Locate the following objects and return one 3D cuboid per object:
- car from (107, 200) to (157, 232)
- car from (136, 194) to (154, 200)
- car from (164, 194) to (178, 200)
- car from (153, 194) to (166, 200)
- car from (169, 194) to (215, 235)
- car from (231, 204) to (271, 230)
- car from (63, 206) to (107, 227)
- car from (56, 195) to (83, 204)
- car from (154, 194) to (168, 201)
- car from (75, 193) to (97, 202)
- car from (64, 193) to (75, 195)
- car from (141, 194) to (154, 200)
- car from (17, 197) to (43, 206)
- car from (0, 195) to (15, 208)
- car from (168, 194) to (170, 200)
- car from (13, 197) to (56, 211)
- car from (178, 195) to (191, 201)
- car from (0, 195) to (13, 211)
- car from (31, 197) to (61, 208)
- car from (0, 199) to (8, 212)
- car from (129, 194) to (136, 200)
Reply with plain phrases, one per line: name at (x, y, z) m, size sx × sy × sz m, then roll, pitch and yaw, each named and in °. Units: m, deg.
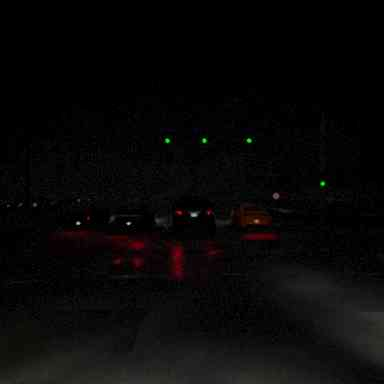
car at (-3.398, 1.494, 20.352) m, size 2.128 × 1.511 × 4.902 m, roll 0°, pitch 0°, yaw 0°
car at (-11.403, 1.491, 79.879) m, size 1.882 × 1.535 × 5.008 m, roll 0°, pitch 0°, yaw -22°
car at (-5.915, 1.376, 93.947) m, size 2.128 × 1.511 × 4.902 m, roll 0°, pitch 0°, yaw -30°
car at (-9.063, 1.352, 92.418) m, size 1.837 × 1.490 × 4.892 m, roll 0°, pitch 0°, yaw -30°
car at (0.102, 1.224, 18.848) m, size 2.150 × 2.045 × 5.566 m, roll 0°, pitch 0°, yaw 0°
car at (3.602, 1.479, 20.992) m, size 1.882 × 1.535 × 5.008 m, roll 0°, pitch 0°, yaw 0°
car at (-6.898, 1.604, 22.384) m, size 1.895 × 1.301 × 4.718 m, roll 0°, pitch 0°, yaw 0°
car at (-17.496, 1.560, 46.608) m, size 2.033 × 1.411 × 5.357 m, roll 0°, pitch 0°, yaw 0°
car at (-8.224, 1.492, 81.377) m, size 1.882 × 1.535 × 5.008 m, roll 0°, pitch 0°, yaw -22°
car at (-17.542, 1.367, 56.006) m, size 2.097 × 1.767 × 4.553 m, roll 0°, pitch 0°, yaw 0°
car at (-21.137, 1.238, 57.774) m, size 2.150 × 2.045 × 5.566 m, roll 0°, pitch 0°, yaw -3°
car at (-12.212, 1.331, 90.889) m, size 1.882 × 1.535 × 5.008 m, roll 0°, pitch 0°, yaw -30°
car at (-28.164, 1.566, 57.949) m, size 2.033 × 1.411 × 5.357 m, roll 0°, pitch 0°, yaw -3°
car at (-27.996, 1.368, 48.484) m, size 2.097 × 1.767 × 4.553 m, roll 0°, pitch 0°, yaw 0°
car at (-5.015, 1.552, 82.778) m, size 2.033 × 1.411 × 5.357 m, roll 0°, pitch 0°, yaw -22°
car at (-17.518, 1.363, 37.360) m, size 2.097 × 1.767 × 4.553 m, roll 0°, pitch 0°, yaw 0°
car at (-1.972, 1.538, 84.646) m, size 1.812 × 1.442 × 4.674 m, roll 0°, pitch 0°, yaw -22°
car at (-20.997, 1.489, 38.803) m, size 1.882 × 1.535 × 5.008 m, roll 0°, pitch 0°, yaw 0°
car at (-20.996, 1.506, 48.100) m, size 2.128 × 1.511 × 4.902 m, roll 0°, pitch 0°, yaw 0°
car at (-17.581, 1.572, 27.503) m, size 1.994 × 1.385 × 4.181 m, roll 0°, pitch 0°, yaw 0°
car at (-15.360, 1.354, 89.360) m, size 1.837 × 1.490 × 4.892 m, roll 0°, pitch 0°, yaw -30°
